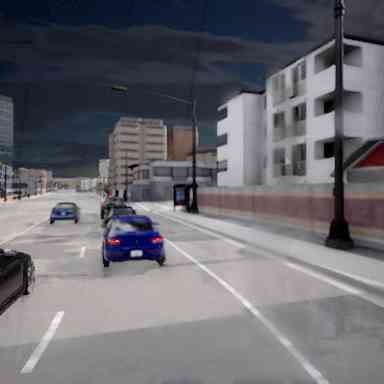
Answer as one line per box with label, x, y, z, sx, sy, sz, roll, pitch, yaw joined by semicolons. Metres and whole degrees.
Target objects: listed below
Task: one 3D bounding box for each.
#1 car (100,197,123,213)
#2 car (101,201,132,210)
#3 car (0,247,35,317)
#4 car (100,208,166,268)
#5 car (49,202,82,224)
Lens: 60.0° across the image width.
car;-6.593;1.223;27.898;2.097;1.767;4.553;0;0;-16
car;-4.037;1.475;19.104;1.994;1.385;4.181;0;0;-16
car;-4.214;1.540;5.760;1.994;1.385;4.181;0;0;-11
car;-2.046;1.473;11.147;1.812;1.442;4.674;0;0;-14
car;-9.077;1.441;24.040;2.033;1.411;5.357;0;0;-16
